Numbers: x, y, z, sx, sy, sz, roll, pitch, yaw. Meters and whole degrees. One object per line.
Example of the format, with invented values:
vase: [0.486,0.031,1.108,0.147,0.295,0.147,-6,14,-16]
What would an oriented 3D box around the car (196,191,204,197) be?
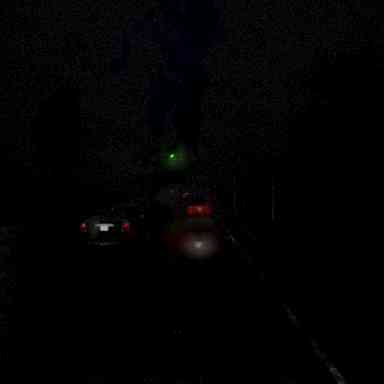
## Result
car: [2.143,0.471,87.852,2.033,1.411,5.357,0,3,2]

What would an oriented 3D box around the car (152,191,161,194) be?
car: [-8.591,0.752,79.348,2.150,2.045,5.566,0,3,2]

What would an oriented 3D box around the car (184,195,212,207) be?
car: [0.646,1.389,28.565,2.097,1.767,4.553,0,0,1]

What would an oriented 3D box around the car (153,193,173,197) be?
car: [-5.523,1.564,63.969,2.128,1.511,4.902,0,0,2]

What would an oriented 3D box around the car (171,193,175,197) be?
car: [-5.090,1.049,79.335,2.128,1.511,4.902,0,3,2]

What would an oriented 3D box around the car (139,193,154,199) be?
car: [-9.022,1.546,63.923,1.882,1.535,5.008,0,0,2]

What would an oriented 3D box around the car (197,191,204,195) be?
car: [1.861,1.115,77.435,1.837,1.490,4.892,0,3,2]

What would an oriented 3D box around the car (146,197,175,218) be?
car: [-2.801,1.517,30.674,1.882,1.535,5.008,0,0,1]

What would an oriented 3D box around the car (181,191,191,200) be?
car: [-1.638,1.139,77.531,2.128,1.511,4.902,0,3,2]

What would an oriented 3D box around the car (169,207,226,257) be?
car: [0.282,1.543,12.936,1.812,1.442,4.674,0,0,1]

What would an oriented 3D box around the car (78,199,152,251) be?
car: [-3.189,1.370,14.351,2.097,1.767,4.553,0,0,1]

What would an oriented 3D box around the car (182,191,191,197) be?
car: [-1.356,0.470,87.947,2.033,1.411,5.357,0,3,2]
